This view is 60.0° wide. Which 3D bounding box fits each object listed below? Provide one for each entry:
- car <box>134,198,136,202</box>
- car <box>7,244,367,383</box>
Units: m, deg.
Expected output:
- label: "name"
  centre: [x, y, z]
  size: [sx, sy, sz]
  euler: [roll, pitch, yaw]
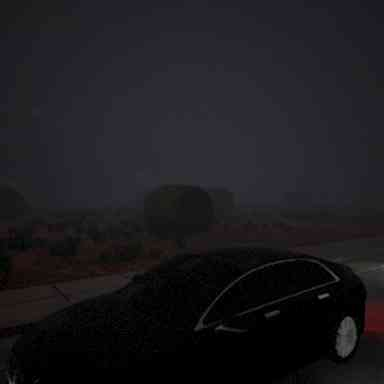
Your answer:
- label: "car"
  centre: [-11.389, 1.356, 73.170]
  size: [1.905, 1.878, 3.866]
  euler: [6, 2, 8]
- label: "car"
  centre: [0.395, 1.521, 4.307]
  size: [4.892, 1.490, 1.837]
  euler: [0, 0, -36]
